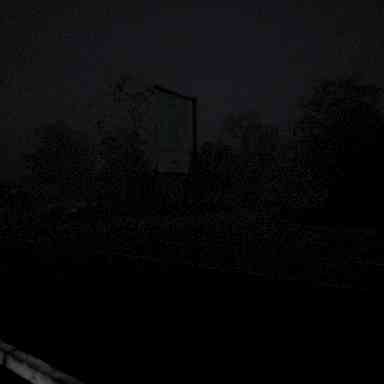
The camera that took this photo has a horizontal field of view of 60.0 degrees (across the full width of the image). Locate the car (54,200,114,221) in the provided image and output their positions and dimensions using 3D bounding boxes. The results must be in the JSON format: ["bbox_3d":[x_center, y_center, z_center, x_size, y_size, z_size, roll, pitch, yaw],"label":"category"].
[{"bbox_3d":[-9.140,1.515,29.132,2.185,1.767,4.553,-1,0,35],"label":"car"}]

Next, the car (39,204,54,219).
[{"bbox_3d":[-11.761,1.707,30.915,2.002,1.452,4.674,-1,0,35],"label":"car"}]
